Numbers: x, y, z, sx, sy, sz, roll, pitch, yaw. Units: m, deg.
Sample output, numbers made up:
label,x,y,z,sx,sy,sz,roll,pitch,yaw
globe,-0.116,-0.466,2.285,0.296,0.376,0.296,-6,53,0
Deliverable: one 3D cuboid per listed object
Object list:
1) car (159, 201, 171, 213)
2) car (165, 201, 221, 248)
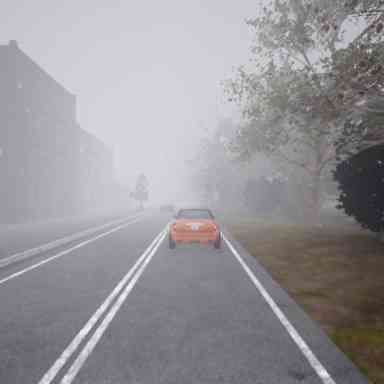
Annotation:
label,x,y,z,sx,sy,sz,roll,pitch,yaw
car,-3.224,1.937,43.572,1.882,1.535,5.008,0,-1,0
car,0.118,1.430,15.212,2.097,1.767,4.553,0,0,0
